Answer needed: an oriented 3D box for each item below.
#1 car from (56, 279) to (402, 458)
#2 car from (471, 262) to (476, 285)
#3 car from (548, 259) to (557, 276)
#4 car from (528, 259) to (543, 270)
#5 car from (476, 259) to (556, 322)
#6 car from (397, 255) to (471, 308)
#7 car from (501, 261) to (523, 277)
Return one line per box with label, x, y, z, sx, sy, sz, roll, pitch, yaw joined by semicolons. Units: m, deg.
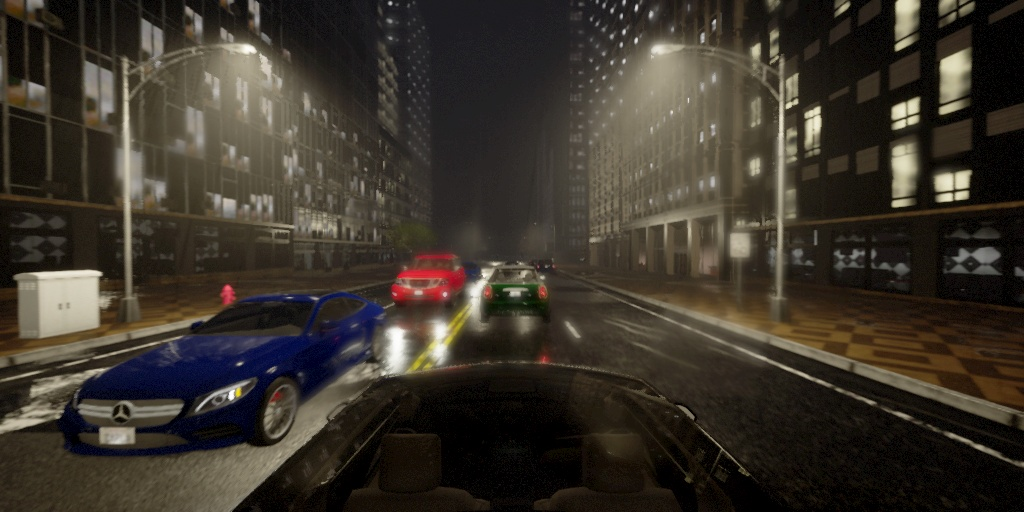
car;-3.345;1.271;5.376;1.812;1.442;4.674;0;0;0
car;-3.238;1.205;26.072;1.882;1.535;5.008;0;0;0
car;3.366;1.071;37.025;2.097;1.767;4.553;0;0;0
car;3.377;1.223;51.871;1.812;1.442;4.674;0;0;0
car;0.106;1.093;12.299;2.097;1.767;4.553;0;0;0
car;-3.323;0.959;15.600;2.150;2.045;5.566;0;0;0
car;0.027;1.265;36.704;2.033;1.411;5.357;0;0;0
